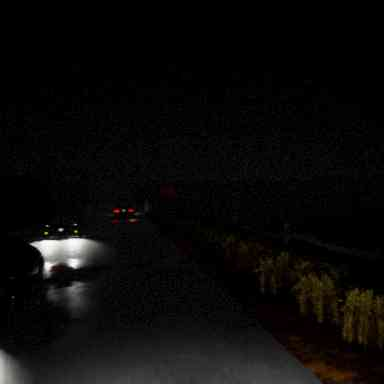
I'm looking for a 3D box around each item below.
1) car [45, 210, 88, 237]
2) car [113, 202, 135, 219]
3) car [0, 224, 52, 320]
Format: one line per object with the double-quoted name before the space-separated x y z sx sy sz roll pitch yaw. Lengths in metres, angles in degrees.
"car" -7.134 1.755 19.015 1.994 1.385 4.181 -2 0 -12
"car" -6.238 1.625 30.580 2.033 1.411 5.357 -2 0 -11
"car" -4.607 1.705 7.205 1.994 1.385 4.181 -2 0 -12
